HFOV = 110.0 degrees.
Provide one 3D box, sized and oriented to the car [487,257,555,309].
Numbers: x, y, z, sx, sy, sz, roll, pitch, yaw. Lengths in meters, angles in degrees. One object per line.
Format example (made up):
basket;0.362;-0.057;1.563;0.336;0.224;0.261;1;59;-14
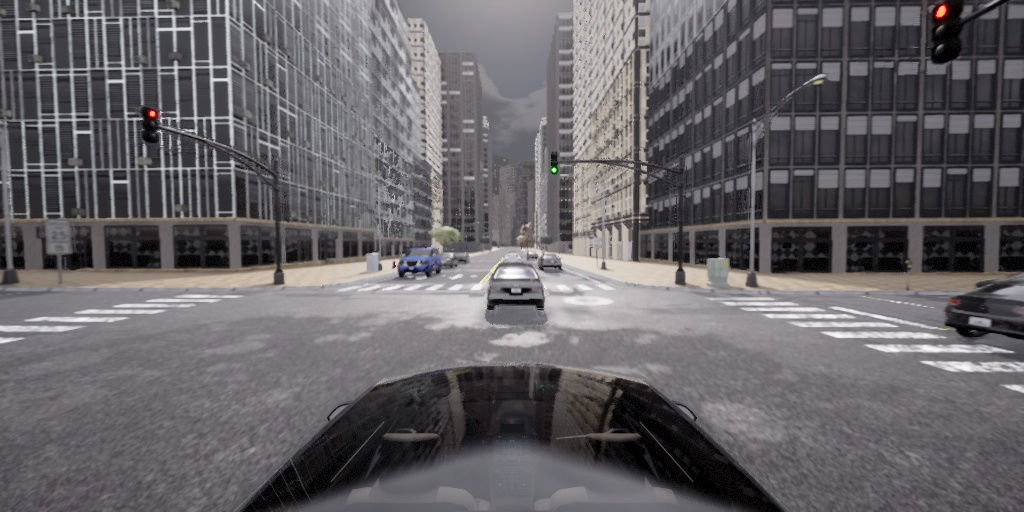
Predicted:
car;0.110;0.941;12.779;2.033;1.411;5.357;0;2;0

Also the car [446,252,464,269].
car;-6.583;0.433;36.214;2.128;1.511;4.902;0;1;0

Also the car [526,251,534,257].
car;3.235;-0.057;56.862;2.033;1.411;5.357;0;1;0

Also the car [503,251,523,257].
car;0.084;0.443;35.357;1.812;1.442;4.674;0;1;0

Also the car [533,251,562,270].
car;3.335;0.514;32.322;2.033;1.411;5.357;0;1;0

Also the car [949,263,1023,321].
car;16.438;1.010;10.346;4.902;1.511;2.128;0;2;1

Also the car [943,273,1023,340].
car;11.652;1.151;7.326;4.674;1.442;1.812;0;1;-4

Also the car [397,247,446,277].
car;-6.614;0.393;26.292;2.150;2.045;5.566;0;1;0

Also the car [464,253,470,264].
car;-6.523;0.249;46.518;2.033;1.411;5.357;0;1;0
